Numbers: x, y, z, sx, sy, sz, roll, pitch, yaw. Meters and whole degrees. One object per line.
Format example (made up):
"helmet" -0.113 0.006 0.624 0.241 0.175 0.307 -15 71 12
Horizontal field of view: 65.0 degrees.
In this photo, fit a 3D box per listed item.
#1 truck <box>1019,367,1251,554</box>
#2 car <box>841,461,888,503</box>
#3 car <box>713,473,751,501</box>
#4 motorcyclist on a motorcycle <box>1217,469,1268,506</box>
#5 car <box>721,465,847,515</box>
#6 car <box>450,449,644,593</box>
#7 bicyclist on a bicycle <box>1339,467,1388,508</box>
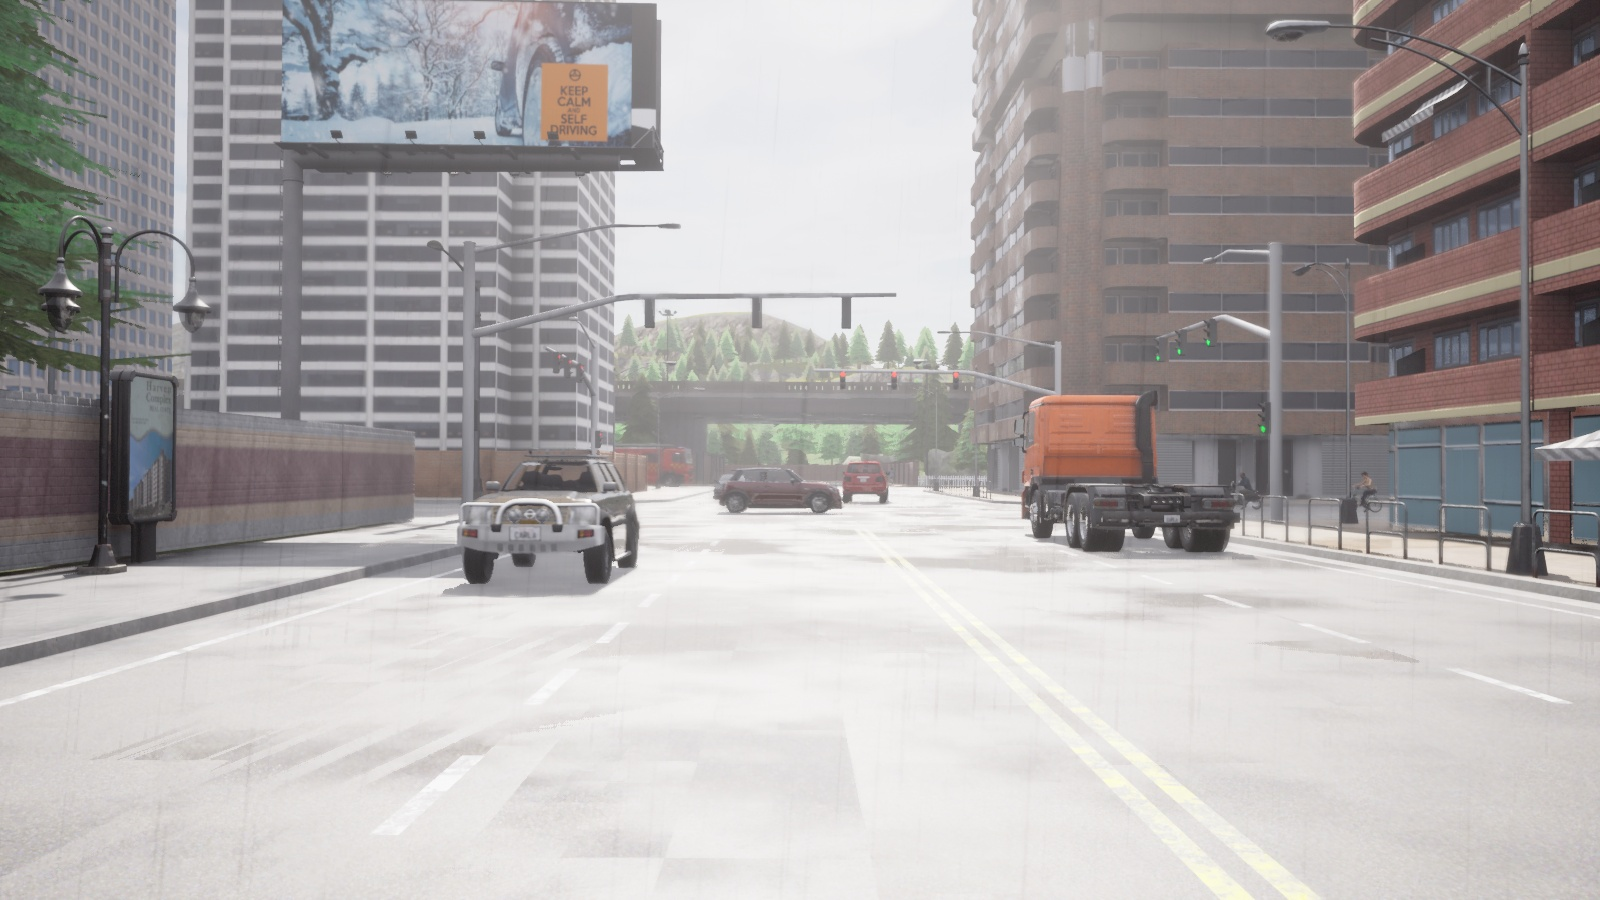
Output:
"truck" 6.917 0.263 27.349 2.891 3.462 7.936 0 -1 0
"car" 3.296 1.578 63.126 2.150 2.045 5.566 0 -1 5
"car" -3.696 2.011 68.991 1.812 1.442 4.674 0 -1 0
"motorcyclist on a motorcycle" 18.769 1.585 53.265 1.817 1.590 0.866 0 -1 0
"car" -0.569 1.451 46.316 4.553 1.767 2.097 0 -1 0
"car" -3.554 0.955 18.503 1.932 1.855 4.605 0 -1 0
"bicyclist on a bicycle" 22.322 1.495 49.752 1.509 1.612 0.866 0 -1 0
